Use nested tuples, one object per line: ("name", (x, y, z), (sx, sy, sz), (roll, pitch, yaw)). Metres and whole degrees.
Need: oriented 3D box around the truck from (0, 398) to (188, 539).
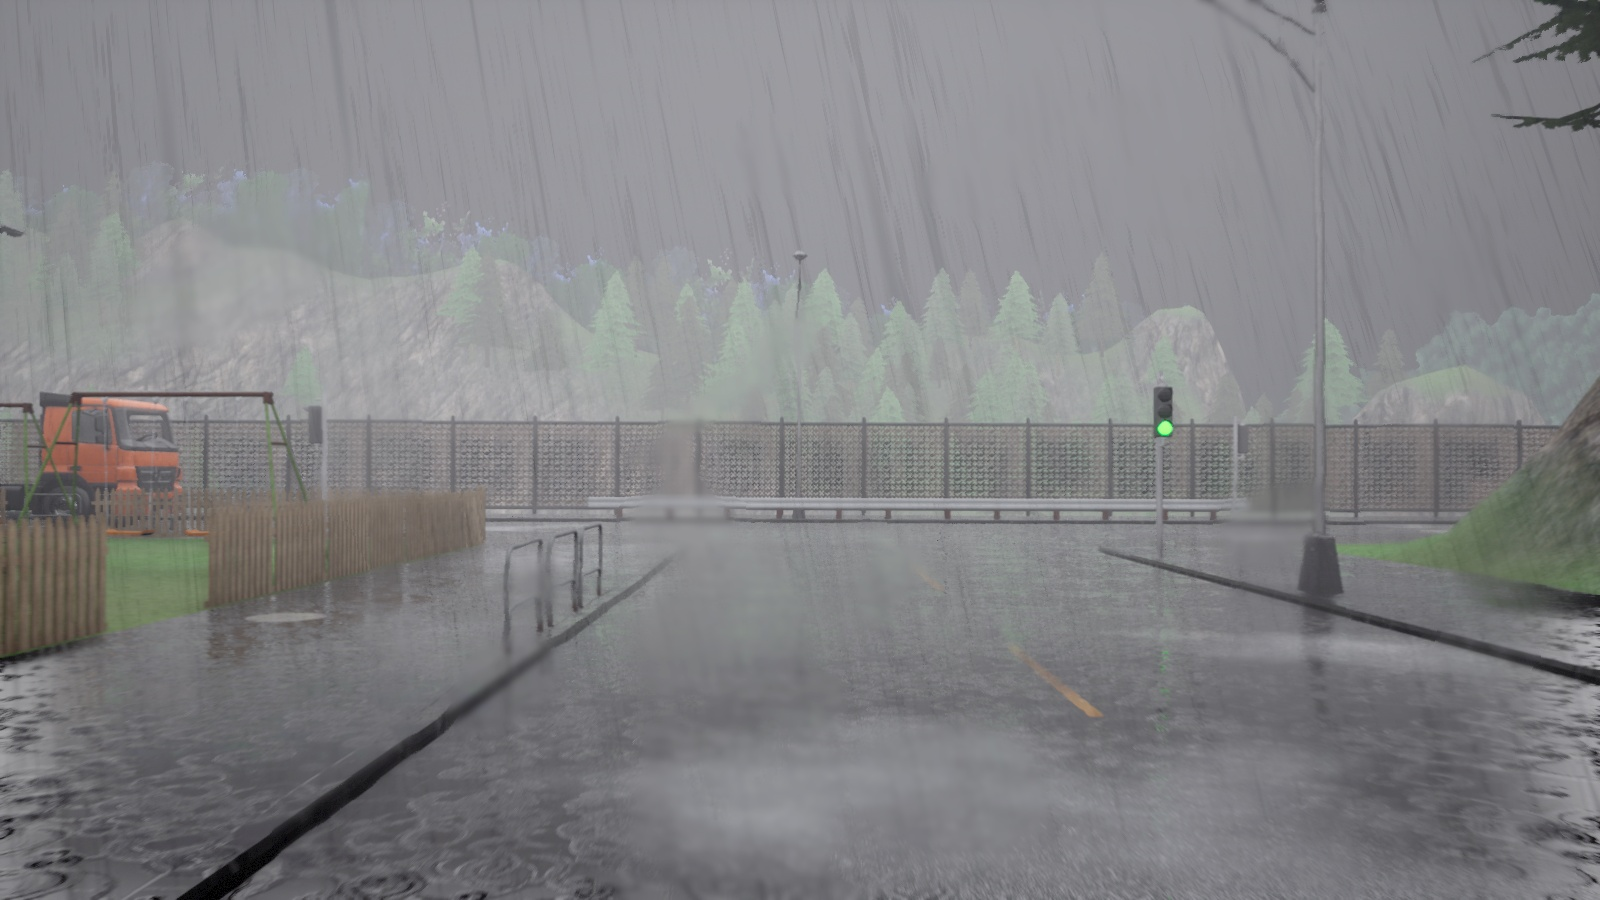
("truck", (-20.466, 0.478, 32.377), (7.936, 3.462, 2.891), (0, -1, 0))
